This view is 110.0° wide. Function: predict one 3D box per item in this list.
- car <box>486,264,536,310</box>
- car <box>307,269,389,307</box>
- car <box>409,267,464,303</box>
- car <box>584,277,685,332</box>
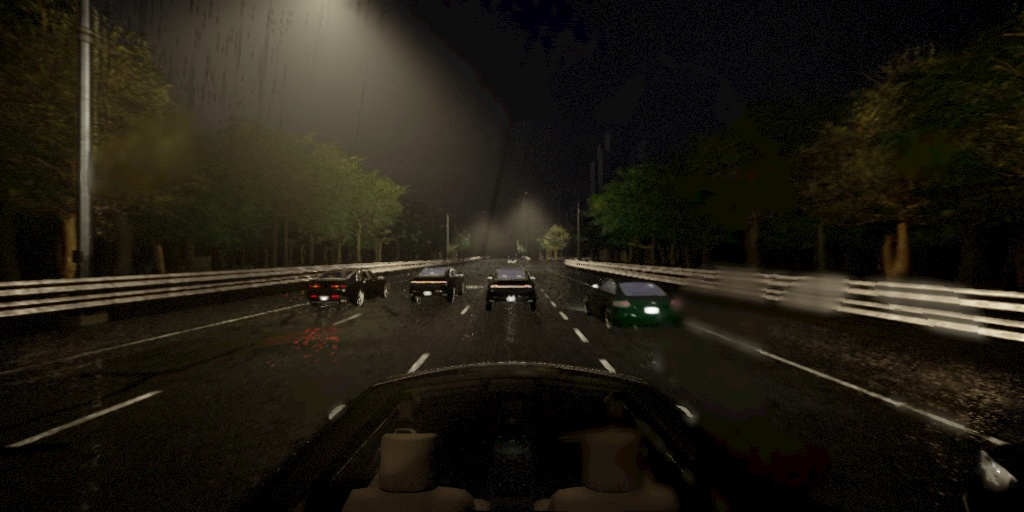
[{"bbox_3d":[-0.027,1.267,14.819,2.128,1.511,4.902,0,0,0],"label":"car"},{"bbox_3d":[-6.902,1.283,15.589,1.837,1.490,4.892,0,0,0],"label":"car"},{"bbox_3d":[-3.400,1.268,16.829,2.128,1.511,4.902,0,0,0],"label":"car"},{"bbox_3d":[3.499,1.336,10.979,1.994,1.385,4.181,0,0,0],"label":"car"}]
